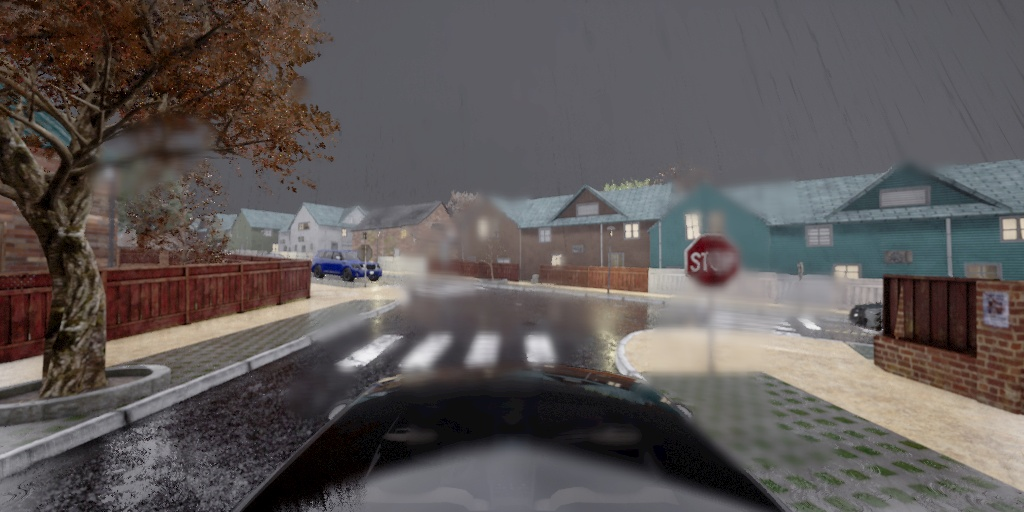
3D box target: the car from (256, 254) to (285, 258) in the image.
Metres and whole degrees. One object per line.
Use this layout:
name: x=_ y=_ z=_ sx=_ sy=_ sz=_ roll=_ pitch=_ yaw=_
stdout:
car: x=-19.821 y=0.578 z=29.611 sx=4.892 sy=1.490 sz=1.837 roll=2 pitch=0 yaw=32

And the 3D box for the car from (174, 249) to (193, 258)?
car: x=-43.293 y=-0.206 z=47.797 sx=4.674 sy=1.442 sz=1.812 roll=2 pitch=0 yaw=32

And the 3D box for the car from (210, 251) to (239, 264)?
car: x=-28.428 y=0.238 z=35.031 sx=5.008 sy=1.535 sz=1.882 roll=2 pitch=0 yaw=32

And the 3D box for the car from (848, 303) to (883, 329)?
car: x=13.927 y=1.983 z=11.728 sx=4.181 sy=1.385 sz=1.994 roll=3 pitch=0 yaw=29

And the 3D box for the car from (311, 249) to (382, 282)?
car: x=-11.210 y=0.614 z=24.196 sx=5.566 sy=2.045 sz=2.150 roll=2 pitch=0 yaw=32
